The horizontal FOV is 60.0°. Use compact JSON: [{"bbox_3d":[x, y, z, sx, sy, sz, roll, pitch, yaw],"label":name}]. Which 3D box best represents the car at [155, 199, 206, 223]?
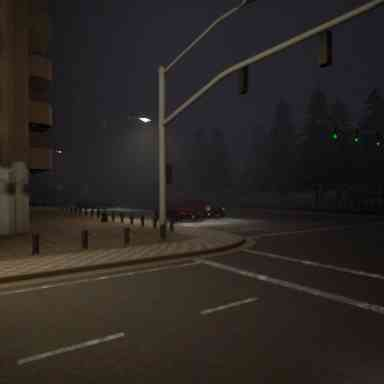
[{"bbox_3d":[-1.255,1.525,26.056,1.812,1.442,4.674,0,0,-36],"label":"car"}]

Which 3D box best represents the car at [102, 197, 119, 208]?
[{"bbox_3d":[-11.999,1.477,47.054,2.128,1.511,4.902,0,0,-35],"label":"car"}]

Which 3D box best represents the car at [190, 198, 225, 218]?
[{"bbox_3d":[0.839,1.338,29.106,2.097,1.767,4.553,0,0,-36],"label":"car"}]

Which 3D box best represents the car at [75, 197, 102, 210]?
[{"bbox_3d":[-13.886,1.563,43.670,1.994,1.385,4.181,0,0,-35],"label":"car"}]
